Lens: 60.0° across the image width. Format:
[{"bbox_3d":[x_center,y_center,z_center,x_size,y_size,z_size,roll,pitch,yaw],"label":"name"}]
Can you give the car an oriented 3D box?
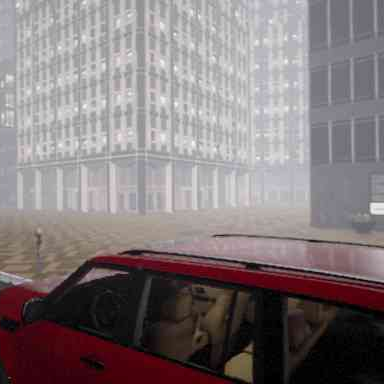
[{"bbox_3d":[-0.020,1.321,2.900,5.009,1.841,2.192,0,-1,36],"label":"car"}]
